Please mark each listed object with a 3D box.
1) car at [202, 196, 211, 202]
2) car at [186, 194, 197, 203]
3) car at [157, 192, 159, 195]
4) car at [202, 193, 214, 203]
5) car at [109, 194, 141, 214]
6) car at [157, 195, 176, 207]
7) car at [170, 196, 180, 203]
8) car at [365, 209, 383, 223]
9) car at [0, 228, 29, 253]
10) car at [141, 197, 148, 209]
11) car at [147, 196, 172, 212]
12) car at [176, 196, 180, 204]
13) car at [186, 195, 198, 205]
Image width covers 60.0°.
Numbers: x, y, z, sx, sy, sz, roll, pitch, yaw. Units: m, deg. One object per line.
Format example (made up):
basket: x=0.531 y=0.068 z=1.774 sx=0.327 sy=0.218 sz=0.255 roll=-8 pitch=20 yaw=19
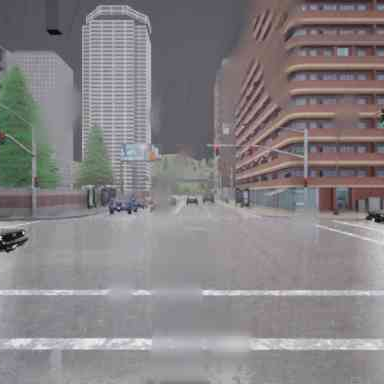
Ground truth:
car: x=3.397 y=1.576 z=78.268 sx=1.895 sy=1.301 sz=4.718 roll=0 pitch=0 yaw=0
car: x=-0.091 y=1.352 z=69.487 sx=2.097 sy=1.767 sz=4.553 roll=0 pitch=0 yaw=0
car: x=-7.101 y=1.352 z=68.409 sx=2.097 sy=1.767 sz=4.553 roll=0 pitch=0 yaw=0
car: x=3.410 y=1.221 z=68.701 sx=2.150 sy=2.045 sz=5.566 roll=0 pitch=0 yaw=0
car: x=-7.147 y=1.222 z=35.220 sx=2.150 sy=2.045 sz=5.566 roll=0 pitch=0 yaw=0
car: x=-3.654 y=1.526 z=47.376 sx=1.812 sy=1.442 sz=4.674 roll=0 pitch=0 yaw=0
car: x=-3.592 y=1.517 z=70.062 sx=1.812 sy=1.442 sz=4.674 roll=0 pitch=0 yaw=0
car: x=15.001 y=1.492 z=23.271 sx=5.357 sy=1.411 sz=2.033 roll=0 pitch=0 yaw=-12
car: x=-8.348 y=1.583 z=11.532 sx=4.718 sy=1.301 sz=1.895 roll=0 pitch=0 yaw=0
car: x=-7.159 y=1.547 z=45.470 sx=2.033 sy=1.411 sz=5.357 roll=0 pitch=0 yaw=0
car: x=-3.648 y=1.526 z=38.279 sx=1.812 sy=1.442 sz=4.674 roll=0 pitch=0 yaw=0
car: x=-3.656 y=1.547 z=57.941 sx=2.033 sy=1.411 sz=5.357 roll=0 pitch=0 yaw=0
car: x=0.024 y=1.477 z=59.495 sx=1.882 sy=1.535 sz=5.008 roll=0 pitch=0 yaw=0
